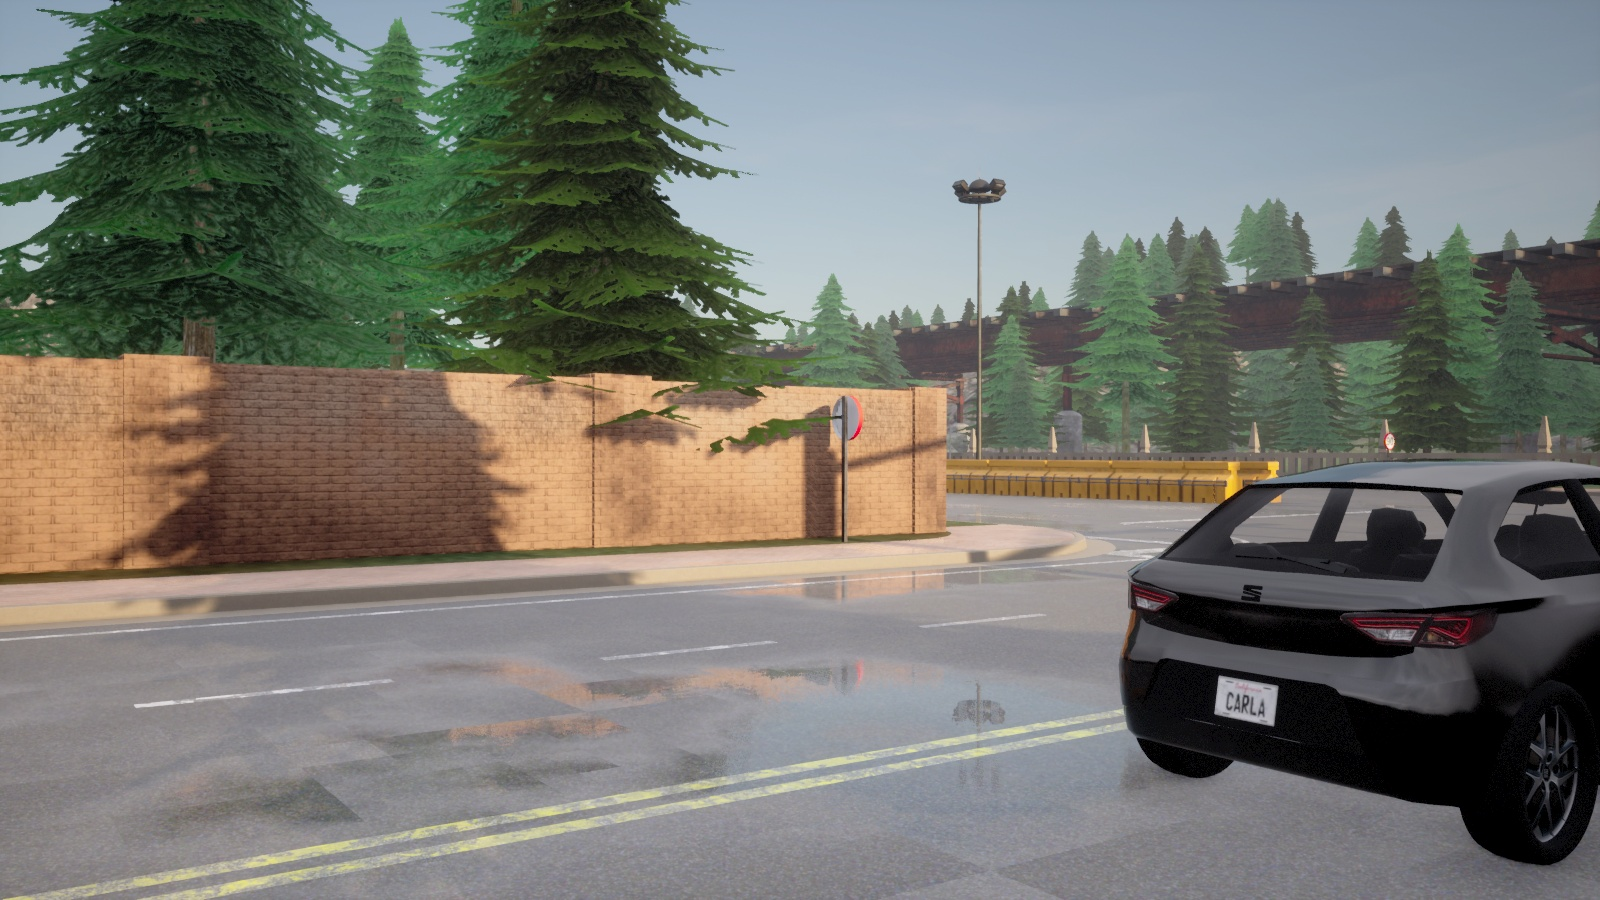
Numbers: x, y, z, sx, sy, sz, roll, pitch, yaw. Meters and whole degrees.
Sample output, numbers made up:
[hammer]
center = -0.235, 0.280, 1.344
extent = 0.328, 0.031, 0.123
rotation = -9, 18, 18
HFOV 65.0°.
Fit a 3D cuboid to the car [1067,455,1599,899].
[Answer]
[car]
center = 3.427, 0.766, 6.046
extent = 4.193, 1.474, 1.816
rotation = 0, 0, -35
